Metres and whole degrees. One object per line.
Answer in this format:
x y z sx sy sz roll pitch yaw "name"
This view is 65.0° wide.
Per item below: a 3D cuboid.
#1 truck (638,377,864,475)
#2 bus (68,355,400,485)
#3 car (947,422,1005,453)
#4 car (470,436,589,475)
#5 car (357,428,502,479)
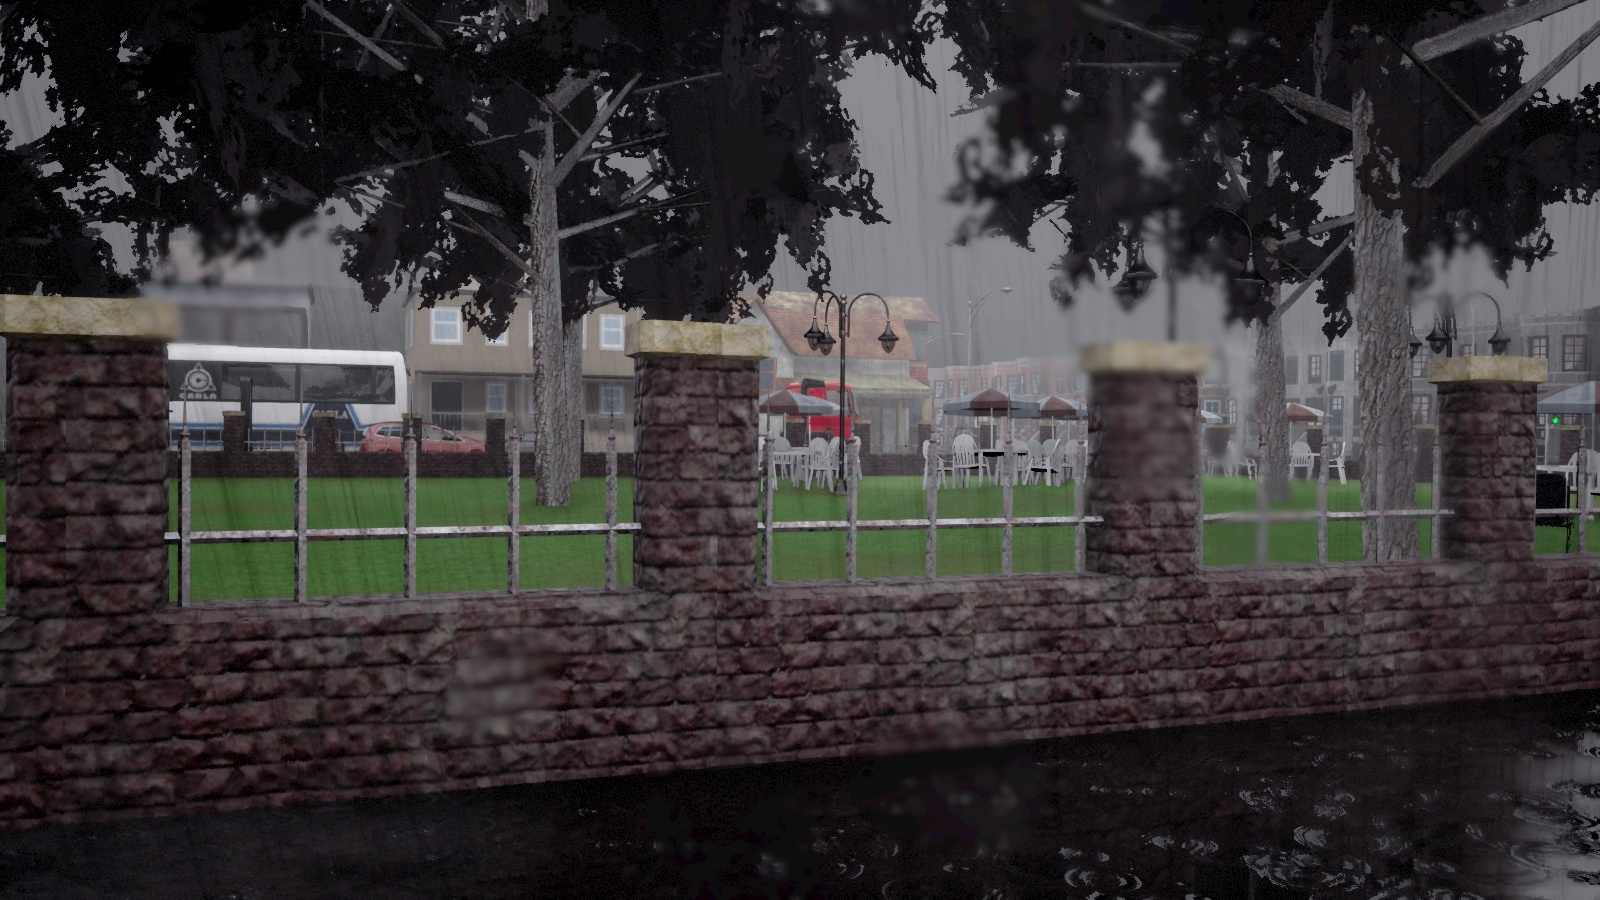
-1.839 -0.932 47.189 7.936 3.462 2.891 -1 1 -21 "truck"
-19.743 -1.092 44.682 10.273 4.253 3.944 -1 1 -20 "bus"
10.744 -0.773 76.893 1.905 1.878 3.866 -1 1 -21 "car"
-10.402 0.190 48.242 4.181 1.385 1.994 -1 1 -21 "car"
-12.724 0.076 43.081 4.611 1.667 2.242 -1 1 -21 "car"
